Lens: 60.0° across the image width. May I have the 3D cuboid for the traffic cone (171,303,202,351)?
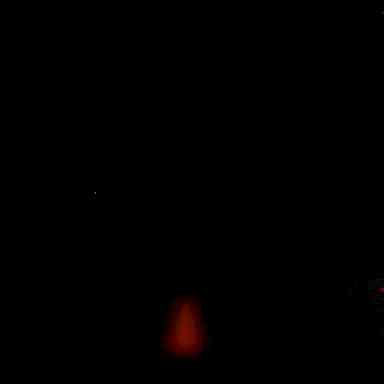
[{"bbox_3d":[-0.080,1.930,4.872,0.340,0.580,0.340,0,0,-32],"label":"traffic cone"}]

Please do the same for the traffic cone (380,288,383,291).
[{"bbox_3d":[4.458,1.917,7.437,0.340,0.580,0.340,0,0,-27],"label":"traffic cone"}]
